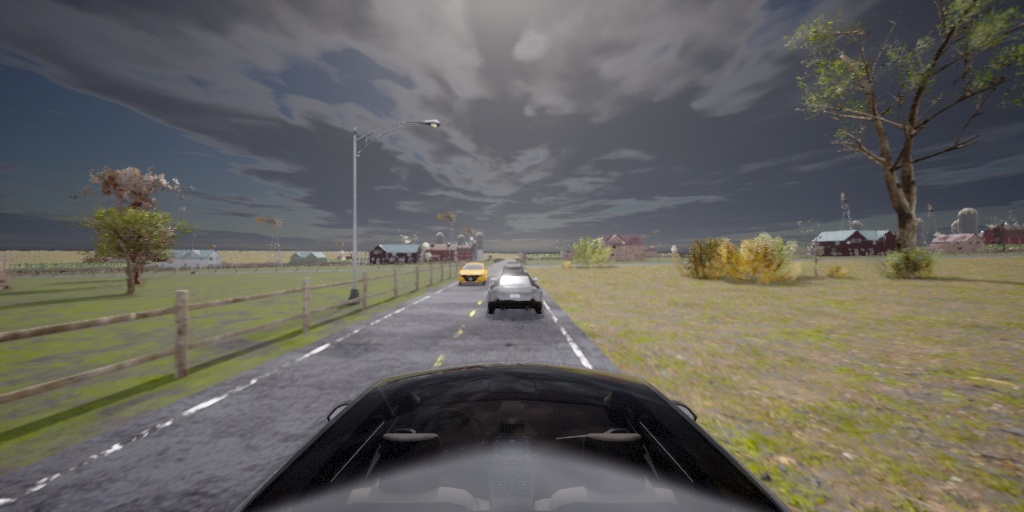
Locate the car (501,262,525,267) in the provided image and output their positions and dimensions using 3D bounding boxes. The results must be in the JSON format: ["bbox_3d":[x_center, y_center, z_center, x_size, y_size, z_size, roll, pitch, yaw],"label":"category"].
[{"bbox_3d":[0.108,1.278,31.672,1.837,1.490,4.892,0,0,0],"label":"car"}]

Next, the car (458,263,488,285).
[{"bbox_3d":[-2.745,1.245,26.263,1.882,1.535,5.008,0,0,0],"label":"car"}]

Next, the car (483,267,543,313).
[{"bbox_3d":[0.104,1.319,14.072,1.994,1.385,4.181,0,0,0],"label":"car"}]
